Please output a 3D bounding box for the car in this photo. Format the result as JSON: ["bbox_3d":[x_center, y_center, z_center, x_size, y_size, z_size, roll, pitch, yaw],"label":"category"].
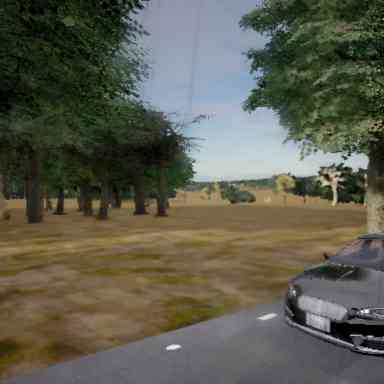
[{"bbox_3d":[3.718,1.523,5.966,4.902,1.511,2.128,0,-1,-35],"label":"car"}]
